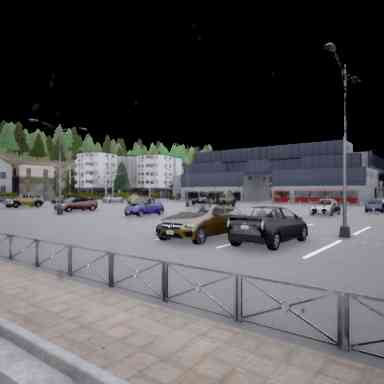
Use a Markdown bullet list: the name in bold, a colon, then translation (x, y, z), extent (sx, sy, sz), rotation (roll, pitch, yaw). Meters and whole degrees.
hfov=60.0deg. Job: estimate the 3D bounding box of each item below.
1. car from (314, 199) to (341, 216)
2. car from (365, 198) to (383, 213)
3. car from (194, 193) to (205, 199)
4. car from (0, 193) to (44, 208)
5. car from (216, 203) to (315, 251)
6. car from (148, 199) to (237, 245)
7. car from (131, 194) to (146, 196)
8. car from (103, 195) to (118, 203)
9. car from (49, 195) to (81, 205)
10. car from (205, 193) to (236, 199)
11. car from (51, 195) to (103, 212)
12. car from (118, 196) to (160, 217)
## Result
- **car**: translation (12.065, 1.384, 30.095), extent (1.970, 1.475, 3.806), rotation (0, 0, 37)
- **car**: translation (18.934, 1.374, 34.189), extent (1.845, 1.501, 3.633), rotation (0, 0, 37)
- **car**: translation (1.679, 1.075, 47.000), extent (1.905, 1.878, 3.866), rotation (0, 0, 37)
- **car**: translation (-21.531, 1.093, 42.838), extent (1.932, 1.855, 4.605), rotation (0, 0, 37)
- **car**: translation (3.156, 1.339, 13.481), extent (2.007, 1.523, 4.514), rotation (0, 0, 37)
- **car**: translation (0.630, 1.330, 15.341), extent (2.152, 1.636, 5.027), rotation (0, 0, 37)
- **car**: translation (-8.495, 1.150, 54.758), extent (2.152, 1.636, 5.027), rotation (0, 0, 37)
- **car**: translation (-13.794, 1.228, 58.392), extent (1.970, 1.475, 3.806), rotation (0, 0, 37)
- **car**: translation (-20.981, 1.293, 55.007), extent (2.007, 1.523, 4.514), rotation (0, 0, 37)
- **car**: translation (4.240, 1.096, 45.566), extent (1.932, 1.855, 4.605), rotation (0, 0, 37)
- **car**: translation (-12.057, 1.295, 34.719), extent (2.007, 1.523, 4.514), rotation (0, 0, 37)
- **car**: translation (-4.137, 1.318, 28.626), extent (1.845, 1.501, 3.633), rotation (0, 0, 37)
